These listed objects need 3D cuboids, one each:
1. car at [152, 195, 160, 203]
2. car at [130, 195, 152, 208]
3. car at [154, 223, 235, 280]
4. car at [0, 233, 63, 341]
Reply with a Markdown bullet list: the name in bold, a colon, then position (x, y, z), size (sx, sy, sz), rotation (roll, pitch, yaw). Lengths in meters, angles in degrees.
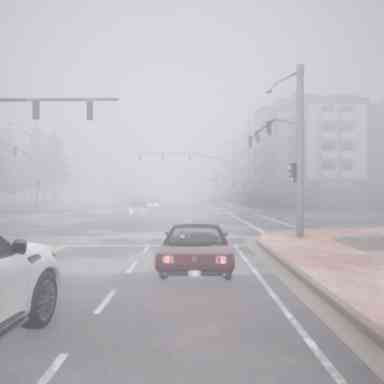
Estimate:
- **car**: position (-7.038, 1.233, 61.095), size (2.128, 1.511, 4.902), rotation (0, 0, 1)
- **car**: position (-7.079, 1.288, 45.005), size (1.882, 1.535, 5.008), rotation (0, 1, 0)
- **car**: position (0.133, 1.559, 9.791), size (1.895, 1.301, 4.718), rotation (0, 0, 2)
- **car**: position (-3.454, 1.205, 3.733), size (2.150, 2.045, 5.566), rotation (0, 0, 1)
